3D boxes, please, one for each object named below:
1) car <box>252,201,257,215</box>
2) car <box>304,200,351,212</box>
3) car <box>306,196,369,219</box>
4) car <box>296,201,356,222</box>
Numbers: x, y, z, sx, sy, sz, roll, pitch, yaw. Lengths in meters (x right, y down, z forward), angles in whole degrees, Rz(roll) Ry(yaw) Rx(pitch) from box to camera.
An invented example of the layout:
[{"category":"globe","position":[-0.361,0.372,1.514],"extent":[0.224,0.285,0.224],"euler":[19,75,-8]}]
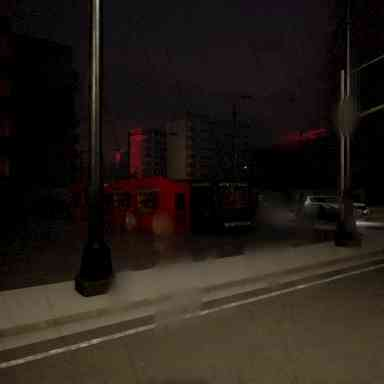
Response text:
[{"category":"car","position":[5.403,1.685,34.206],"extent":[1.882,1.535,5.008],"euler":[0,-1,-36]},{"category":"car","position":[17.085,1.751,42.215],"extent":[2.033,1.411,5.357],"euler":[0,-1,-35]},{"category":"car","position":[12.805,1.338,29.956],"extent":[2.150,2.045,5.566],"euler":[0,-1,-36]},{"category":"car","position":[10.585,1.667,27.047],"extent":[1.994,1.385,4.181],"euler":[0,-1,-36]}]
